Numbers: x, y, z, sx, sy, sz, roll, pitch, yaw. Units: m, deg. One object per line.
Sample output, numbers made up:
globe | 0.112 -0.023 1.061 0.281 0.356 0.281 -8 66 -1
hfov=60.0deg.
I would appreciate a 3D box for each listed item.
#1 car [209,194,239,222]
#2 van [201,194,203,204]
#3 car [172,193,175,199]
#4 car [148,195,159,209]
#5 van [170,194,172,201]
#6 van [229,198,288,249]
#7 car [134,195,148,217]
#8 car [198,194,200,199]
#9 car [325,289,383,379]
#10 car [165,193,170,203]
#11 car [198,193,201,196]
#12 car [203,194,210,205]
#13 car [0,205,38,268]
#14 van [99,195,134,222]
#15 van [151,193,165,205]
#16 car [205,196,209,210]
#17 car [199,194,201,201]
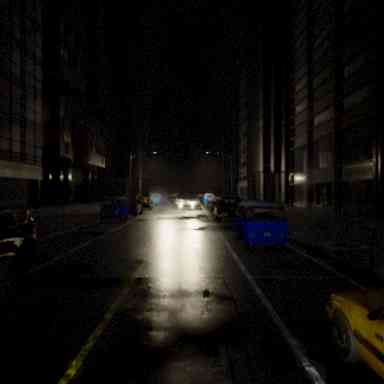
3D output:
car | 2.746 1.255 25.247 2.192 1.841 5.009 0 0 0
van | 2.728 1.219 53.292 1.690 1.788 3.998 0 0 0
car | -5.817 1.349 81.156 1.752 1.417 4.829 0 0 0
car | -5.790 1.454 42.059 2.008 1.369 4.403 0 0 0
van | -5.809 1.184 70.107 1.690 1.788 3.998 0 0 0
van | 2.754 1.307 14.029 1.690 1.788 3.998 0 0 0
car | -5.782 1.243 30.840 2.192 1.841 5.009 0 0 0
car | 2.720 1.420 64.511 1.947 1.339 4.313 0 0 0
car | 2.761 1.518 2.981 1.752 1.417 4.829 0 0 0
car | -5.805 1.295 64.498 1.967 1.590 4.097 0 0 0
car | 2.716 1.367 70.290 1.752 1.417 4.829 0 0 0
car | 2.735 1.342 42.074 1.967 1.590 4.097 0 0 0
car | -5.767 1.295 8.402 2.192 1.841 5.009 0 0 0
van | -5.779 1.282 25.231 1.690 1.788 3.998 0 0 0
van | -5.798 1.220 53.278 1.690 1.788 3.998 0 0 0
car | 2.739 1.459 36.466 1.887 1.381 4.507 0 0 0
car | 2.724 1.411 58.902 1.887 1.381 4.507 0 0 0
